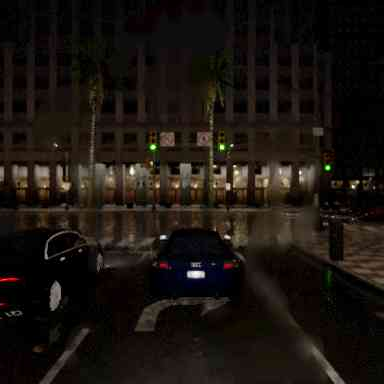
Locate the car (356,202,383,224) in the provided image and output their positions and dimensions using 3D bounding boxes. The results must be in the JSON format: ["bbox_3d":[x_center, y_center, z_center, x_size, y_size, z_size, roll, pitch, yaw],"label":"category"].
[{"bbox_3d":[15.451,1.703,25.661,4.181,1.385,1.994,0,0,0],"label":"car"}]

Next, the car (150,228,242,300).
[{"bbox_3d":[0.085,1.610,8.585,1.994,1.385,4.181,0,0,0],"label":"car"}]

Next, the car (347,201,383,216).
[{"bbox_3d":[18.166,1.674,32.751,4.892,1.490,1.837,-1,0,0],"label":"car"}]

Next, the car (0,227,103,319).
[{"bbox_3d":[-3.420,1.546,7.518,1.837,1.490,4.892,0,0,0],"label":"car"}]

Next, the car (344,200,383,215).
[{"bbox_3d":[19.504,1.682,36.254,4.902,1.511,2.128,0,0,0],"label":"car"}]
